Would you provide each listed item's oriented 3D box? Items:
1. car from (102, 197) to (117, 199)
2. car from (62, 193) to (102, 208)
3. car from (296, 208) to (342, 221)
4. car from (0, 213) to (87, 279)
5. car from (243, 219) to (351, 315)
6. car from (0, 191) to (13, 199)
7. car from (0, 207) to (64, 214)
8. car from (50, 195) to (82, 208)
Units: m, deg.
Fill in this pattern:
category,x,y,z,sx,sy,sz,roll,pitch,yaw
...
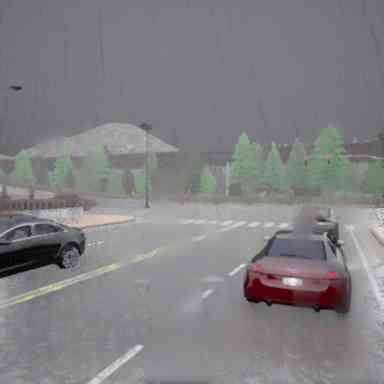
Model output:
category,x,y,z,sx,sy,sz,roll,pitch,yaw
car,-14.152,1.491,54.460,4.902,1.511,2.128,1,0,21
car,-16.282,1.218,47.558,5.566,2.045,2.150,1,0,22
car,6.047,1.515,15.988,2.128,1.511,4.902,0,0,24
car,-4.908,1.494,8.724,2.128,1.511,4.902,0,0,23
car,2.559,1.575,7.790,1.994,1.385,4.181,0,0,22
car,-30.913,0.580,53.398,4.553,1.767,2.097,5,2,22
car,-7.297,1.481,12.023,1.882,1.535,5.008,0,0,23
car,-17.532,1.500,44.307,4.892,1.490,1.837,1,0,22
